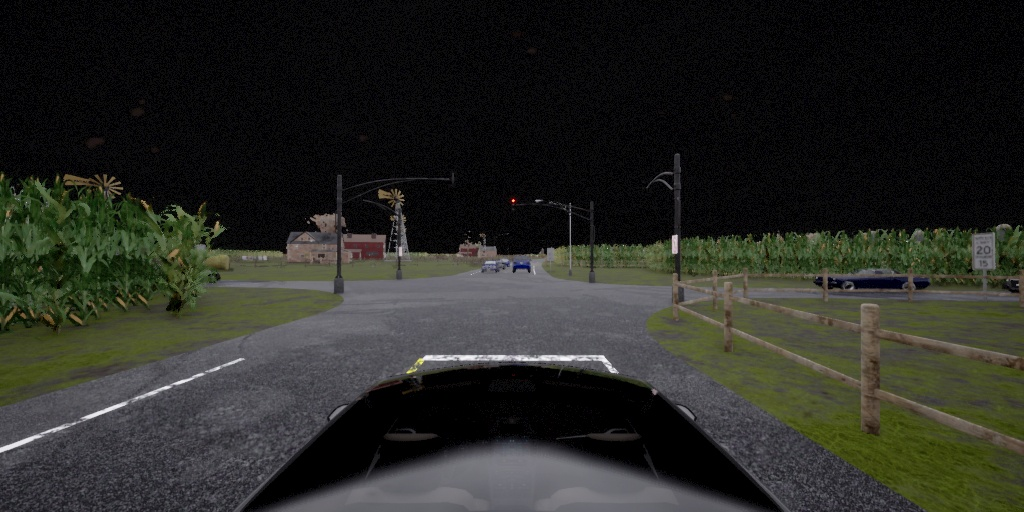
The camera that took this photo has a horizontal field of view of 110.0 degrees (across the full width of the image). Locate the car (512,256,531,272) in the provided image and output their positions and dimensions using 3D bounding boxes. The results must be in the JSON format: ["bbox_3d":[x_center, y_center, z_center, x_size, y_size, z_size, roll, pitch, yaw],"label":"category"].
[{"bbox_3d":[1.231,0.965,45.488,2.150,2.045,5.566,0,0,2],"label":"car"}]

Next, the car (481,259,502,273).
[{"bbox_3d":[-2.595,1.271,43.898,1.812,1.442,4.674,0,0,3],"label":"car"}]

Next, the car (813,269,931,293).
[{"bbox_3d":[20.381,1.401,20.565,4.718,1.301,1.895,0,-1,9],"label":"car"}]

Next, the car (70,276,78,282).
[{"bbox_3d":[-33.173,1.185,26.762,4.902,1.511,2.128,0,-1,9],"label":"car"}]

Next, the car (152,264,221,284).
[{"bbox_3d":[-22.978,1.210,25.058,4.892,1.490,1.837,0,-1,9],"label":"car"}]

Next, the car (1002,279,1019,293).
[{"bbox_3d":[29.349,1.377,19.016,4.181,1.385,1.994,0,-1,10],"label":"car"}]

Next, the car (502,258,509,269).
[{"bbox_3d":[-2.066,1.303,53.904,1.994,1.385,4.181,0,0,5],"label":"car"}]
